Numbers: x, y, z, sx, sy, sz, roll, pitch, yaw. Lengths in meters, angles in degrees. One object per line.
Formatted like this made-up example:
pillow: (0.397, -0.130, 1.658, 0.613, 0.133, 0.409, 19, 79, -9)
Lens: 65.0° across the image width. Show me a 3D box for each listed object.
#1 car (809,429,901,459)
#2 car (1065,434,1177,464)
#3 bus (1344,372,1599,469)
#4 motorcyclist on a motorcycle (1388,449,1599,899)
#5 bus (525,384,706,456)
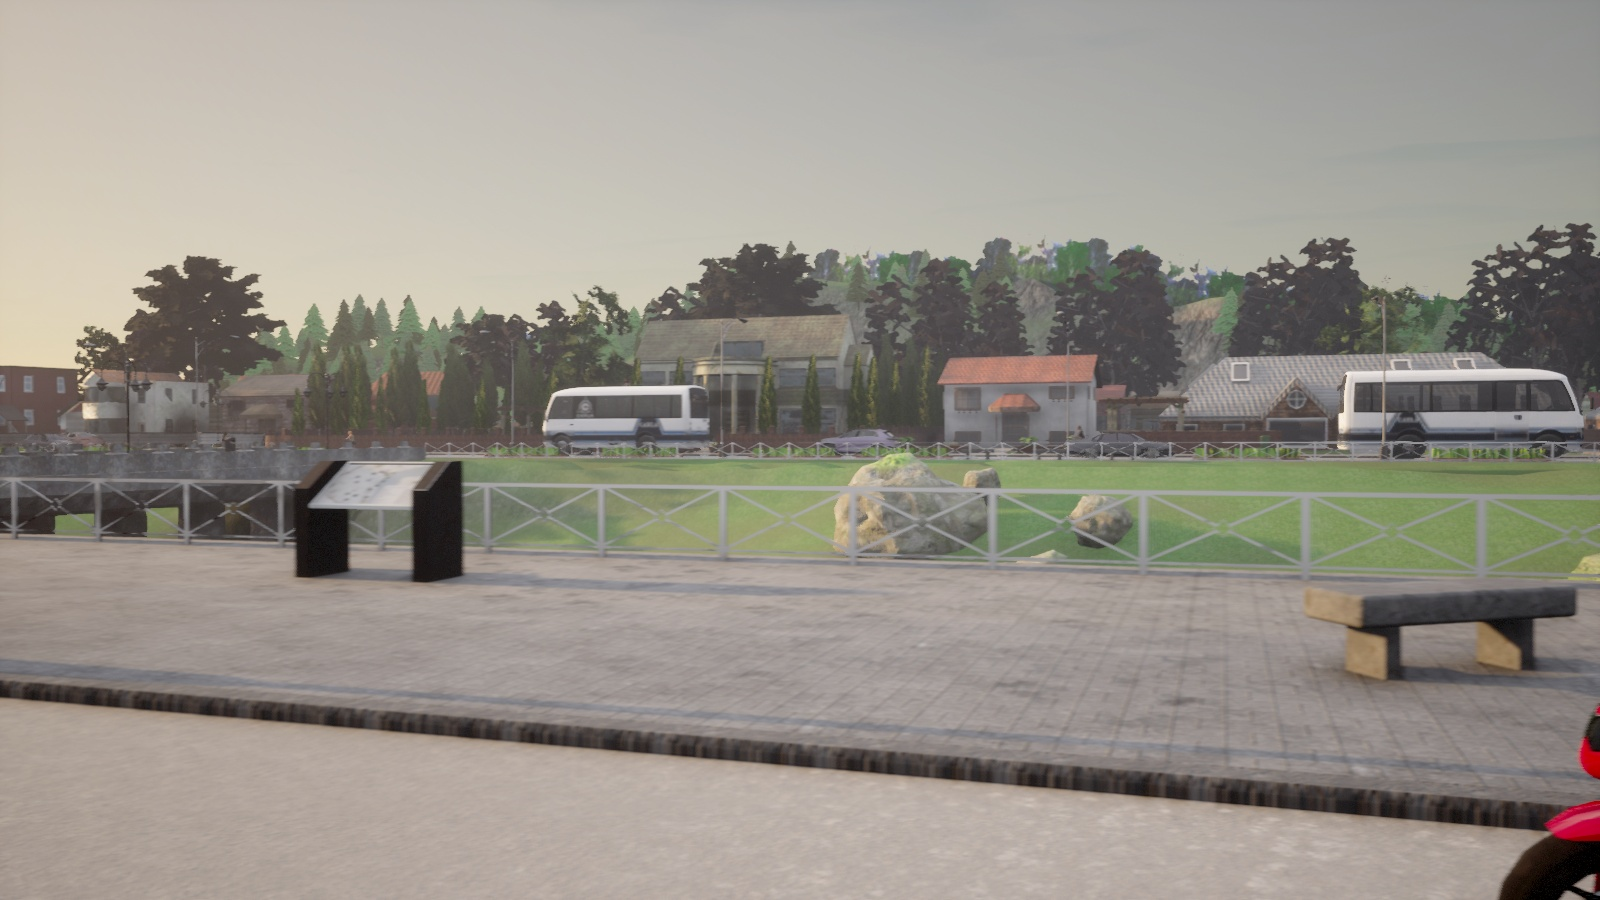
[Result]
car: (3.144, -0.383, 71.940, 4.856, 1.649, 2.033, 1, 1, 19)
car: (16.199, -0.079, 63.325, 5.357, 1.411, 2.033, 1, 1, 19)
bus: (31.045, -1.367, 58.306, 10.273, 4.253, 3.944, 1, 1, 19)
motorcyclist on a motorcycle: (2.522, 0.772, 2.871, 2.044, 1.523, 0.797, 1, 1, 19)
bus: (-11.294, -1.822, 76.781, 10.273, 4.253, 3.944, 1, 1, 19)
